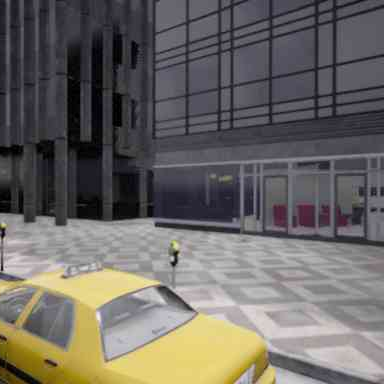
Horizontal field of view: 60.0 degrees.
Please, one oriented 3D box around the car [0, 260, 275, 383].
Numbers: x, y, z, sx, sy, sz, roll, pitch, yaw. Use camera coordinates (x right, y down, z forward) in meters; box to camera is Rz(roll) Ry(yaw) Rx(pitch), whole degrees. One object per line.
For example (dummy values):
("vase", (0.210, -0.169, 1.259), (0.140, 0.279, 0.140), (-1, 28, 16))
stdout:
("car", (-1.491, 1.518, 4.026), (4.829, 1.417, 1.752), (0, 0, 36))
